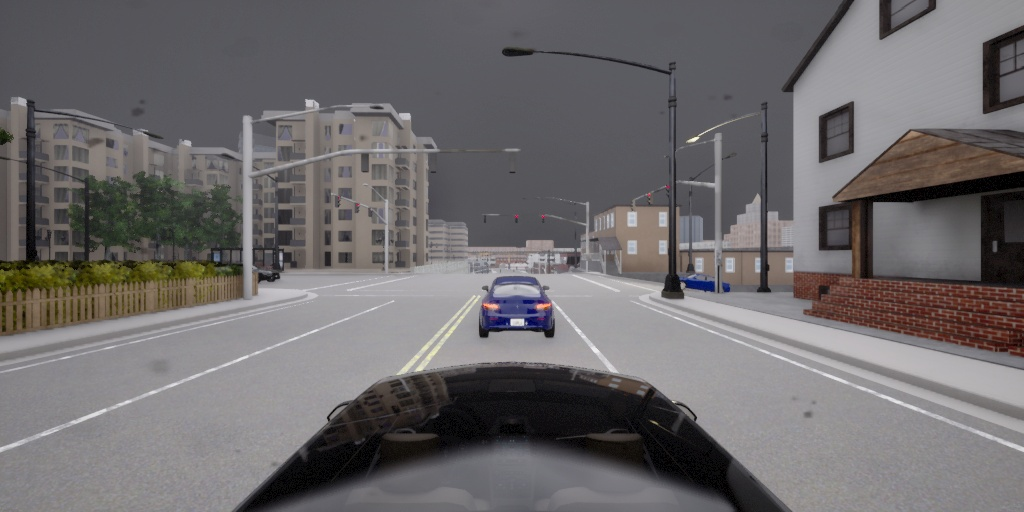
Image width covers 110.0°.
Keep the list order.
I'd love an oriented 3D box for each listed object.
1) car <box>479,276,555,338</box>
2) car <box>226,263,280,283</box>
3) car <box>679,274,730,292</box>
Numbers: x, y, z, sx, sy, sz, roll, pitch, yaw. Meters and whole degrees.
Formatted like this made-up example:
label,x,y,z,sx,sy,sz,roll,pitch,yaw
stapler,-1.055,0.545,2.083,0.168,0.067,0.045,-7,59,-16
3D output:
label,x,y,z,sx,sy,sz,roll,pitch,yaw
car,0.110,1.276,10.098,1.812,1.442,4.674,0,0,0
car,-19.886,1.255,26.595,4.892,1.490,1.837,0,0,1
car,15.377,2.209,29.782,5.008,1.535,1.882,9,0,1
